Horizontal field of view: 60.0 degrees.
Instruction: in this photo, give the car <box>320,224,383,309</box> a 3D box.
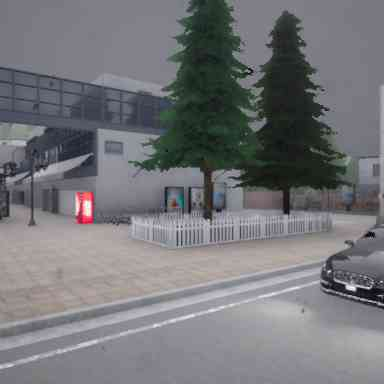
[{"bbox_3d":[4.884,1.502,7.529,4.892,1.490,1.837,0,0,-36],"label":"car"}]
